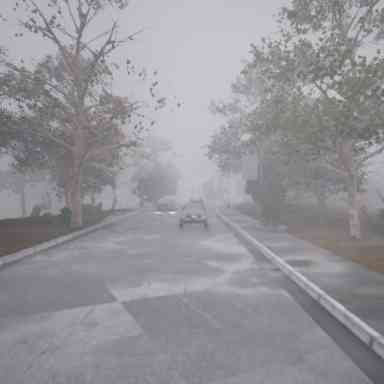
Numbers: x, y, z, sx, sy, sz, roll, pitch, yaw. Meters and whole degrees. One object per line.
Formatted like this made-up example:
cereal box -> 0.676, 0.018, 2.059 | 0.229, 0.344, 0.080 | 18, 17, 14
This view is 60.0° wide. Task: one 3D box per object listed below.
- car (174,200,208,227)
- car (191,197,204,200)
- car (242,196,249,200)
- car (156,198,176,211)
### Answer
car -> 0.096, 1.512, 22.449 | 2.033, 1.411, 5.357 | 0, 0, 0
car -> 0.687, 1.410, 42.028 | 2.128, 1.511, 4.902 | -1, 0, 6
car -> 13.947, 1.156, 76.186 | 5.566, 2.045, 2.150 | 6, -7, -42
car -> -2.995, 1.448, 39.082 | 1.837, 1.490, 4.892 | 0, 0, 4
